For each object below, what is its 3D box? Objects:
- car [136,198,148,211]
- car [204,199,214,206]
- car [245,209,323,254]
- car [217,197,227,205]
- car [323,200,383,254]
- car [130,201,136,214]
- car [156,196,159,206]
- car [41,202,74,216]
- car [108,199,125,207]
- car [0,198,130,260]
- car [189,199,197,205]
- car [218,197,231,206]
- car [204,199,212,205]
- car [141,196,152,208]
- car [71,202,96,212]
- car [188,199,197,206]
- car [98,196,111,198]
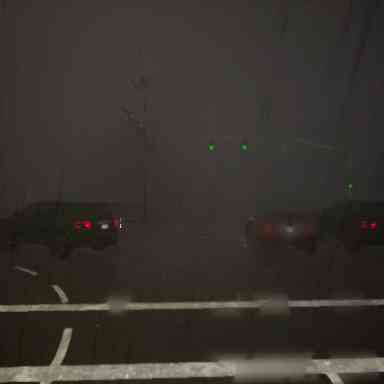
[{"bbox_3d":[-8.058,1.980,47.270,2.033,1.411,5.357,0,-1,1],"label":"car"},{"bbox_3d":[3.539,2.119,70.096,1.882,1.535,5.008,0,-1,1],"label":"car"},{"bbox_3d":[3.598,1.484,14.309,2.097,1.767,4.553,0,-1,0],"label":"car"},{"bbox_3d":[7.248,2.085,79.761,2.097,1.767,4.553,0,-1,2],"label":"car"},{"bbox_3d":[7.100,1.353,14.307,2.150,2.045,5.566,0,-1,0],"label":"car"},{"bbox_3d":[-8.095,1.835,37.523,2.128,1.511,4.902,0,0,0],"label":"car"},{"bbox_3d":[-7.975,1.838,68.564,2.150,2.045,5.566,0,-1,0],"label":"car"},{"bbox_3d":[-15.092,1.908,37.585,1.994,1.385,4.181,0,0,0],"label":"car"},{"bbox_3d":[-14.996,2.109,66.334,2.128,1.511,4.902,0,-1,0],"label":"car"},{"bbox_3d":[-5.457,1.343,13.225,5.566,2.045,2.150,0,-2,30],"label":"car"},{"bbox_3d":[0.245,2.325,79.715,1.895,1.301,4.718,0,-1,2],"label":"car"},{"bbox_3d":[7.033,2.231,69.495,1.895,1.301,4.718,0,-1,1],"label":"car"},{"bbox_3d":[3.758,2.329,80.162,1.895,1.301,4.718,0,-1,2],"label":"car"},{"bbox_3d":[-8.005,1.750,57.793,2.150,2.045,5.566,0,-1,0],"label":"car"},{"bbox_3d":[-15.058,2.025,46.337,1.895,1.301,4.718,0,-1,0],"label":"car"},{"bbox_3d":[0.037,2.234,69.828,1.895,1.301,4.718,0,-1,1],"label":"car"},{"bbox_3d":[-15.005,1.736,56.236,2.150,2.045,5.566,0,-1,0],"label":"car"}]
